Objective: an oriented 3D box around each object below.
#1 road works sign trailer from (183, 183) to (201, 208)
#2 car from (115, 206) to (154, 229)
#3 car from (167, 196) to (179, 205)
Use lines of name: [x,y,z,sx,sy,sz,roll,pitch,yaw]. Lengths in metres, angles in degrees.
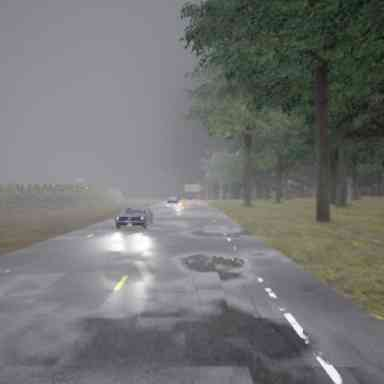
road works sign trailer: [0.001,0.457,46.892,2.380,3.560,2.880,0,0,1]
car: [-3.599,1.585,21.478,1.895,1.301,4.718,0,0,0]
car: [-3.533,1.521,62.086,1.882,1.535,5.008,0,0,1]
